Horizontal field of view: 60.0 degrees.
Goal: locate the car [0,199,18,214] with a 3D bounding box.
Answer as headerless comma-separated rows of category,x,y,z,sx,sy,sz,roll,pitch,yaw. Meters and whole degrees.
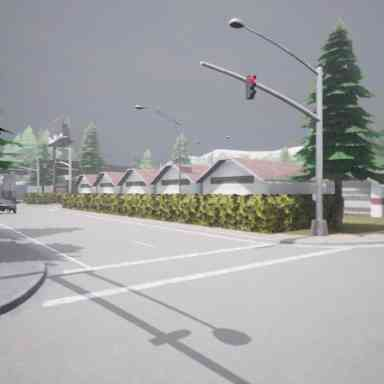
car,-19.192,1.402,33.813,2.033,1.411,5.357,0,0,-37
